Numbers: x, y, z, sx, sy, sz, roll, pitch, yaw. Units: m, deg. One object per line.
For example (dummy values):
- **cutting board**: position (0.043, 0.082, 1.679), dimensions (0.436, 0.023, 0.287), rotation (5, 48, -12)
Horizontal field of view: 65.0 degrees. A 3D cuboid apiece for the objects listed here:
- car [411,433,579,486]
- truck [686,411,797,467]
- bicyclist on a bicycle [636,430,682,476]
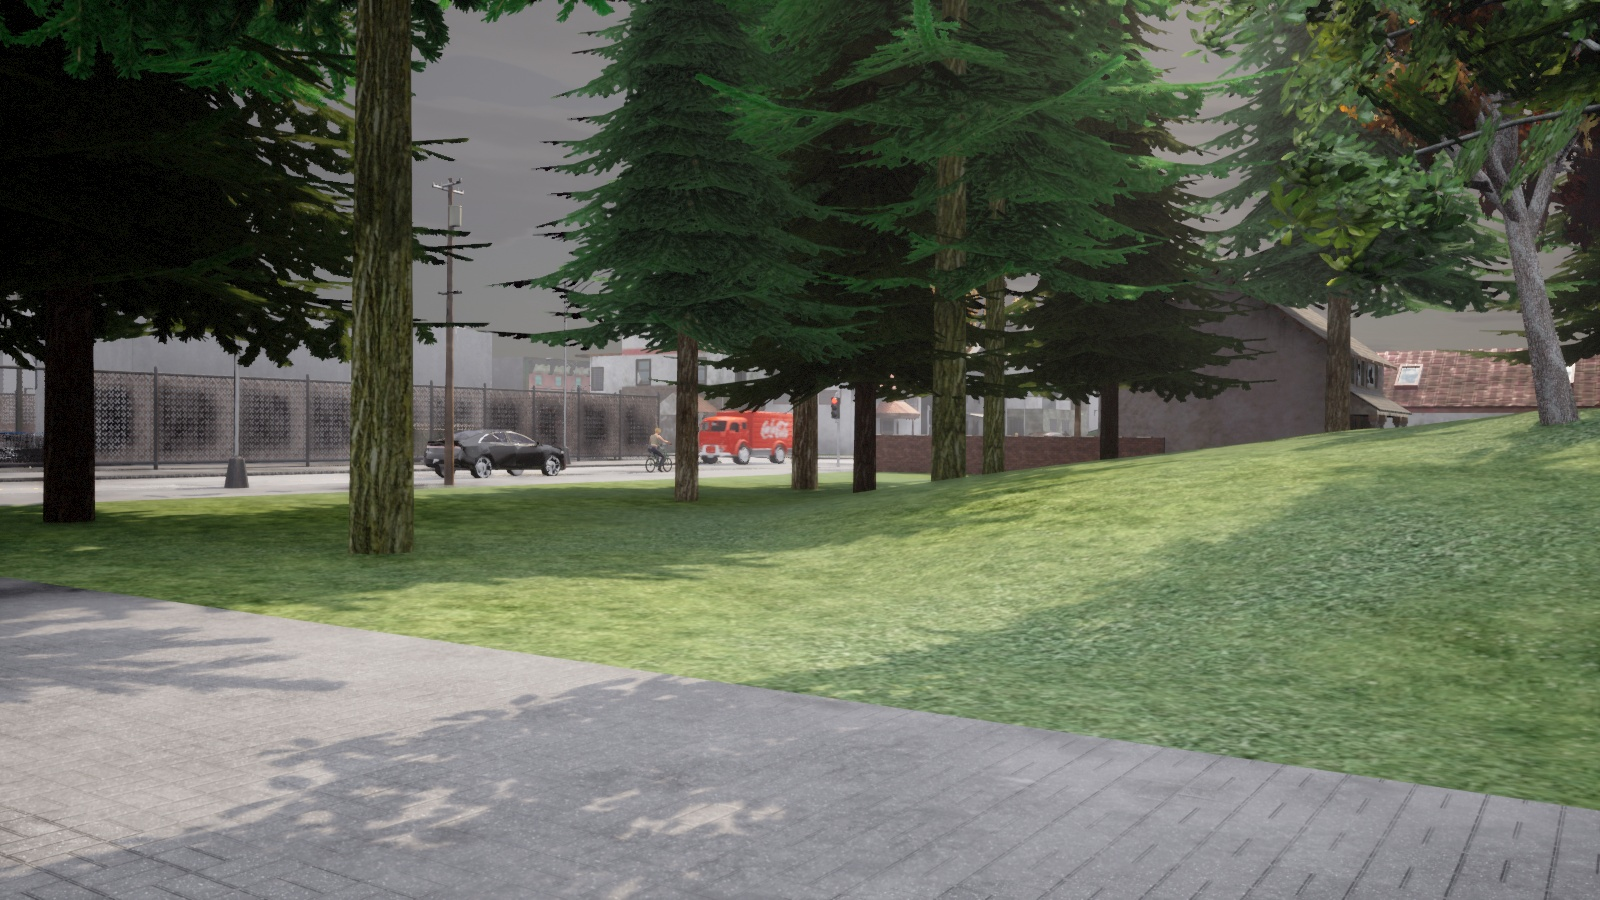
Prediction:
- **car**: position (-9.367, 0.240, 38.970), dimensions (2.128, 1.511, 4.902), rotation (0, 1, 34)
- **truck**: position (-2.641, -0.527, 58.387), dimensions (2.627, 2.467, 5.204), rotation (0, 1, 32)
- **bicyclist on a bicycle**: position (-5.094, 0.094, 45.400), dimensions (0.866, 1.612, 1.509), rotation (0, 1, 33)
